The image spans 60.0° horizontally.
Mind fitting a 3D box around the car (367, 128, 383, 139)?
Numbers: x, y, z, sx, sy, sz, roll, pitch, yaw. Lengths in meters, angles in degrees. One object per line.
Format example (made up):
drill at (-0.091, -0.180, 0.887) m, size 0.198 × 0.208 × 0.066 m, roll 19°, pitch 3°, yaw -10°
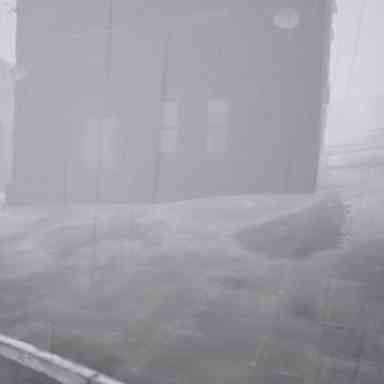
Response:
car at (18.831, -5.290, 30.998) m, size 2.185 × 1.767 × 4.553 m, roll 1°, pitch 2°, yaw -26°
